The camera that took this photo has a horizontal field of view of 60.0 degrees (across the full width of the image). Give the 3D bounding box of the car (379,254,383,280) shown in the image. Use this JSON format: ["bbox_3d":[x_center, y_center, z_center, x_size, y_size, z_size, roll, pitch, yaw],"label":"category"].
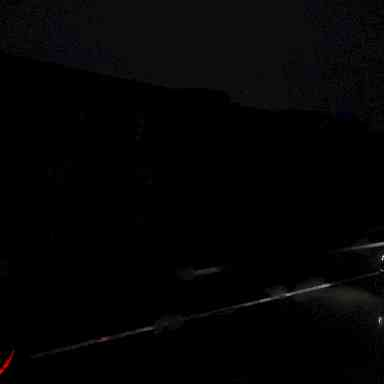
[{"bbox_3d":[6.646,1.526,8.314,4.892,1.490,1.837,1,0,-33],"label":"car"}]

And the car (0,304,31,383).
[{"bbox_3d":[-3.616,1.506,1.835,4.892,1.490,1.837,0,1,-30],"label":"car"}]
